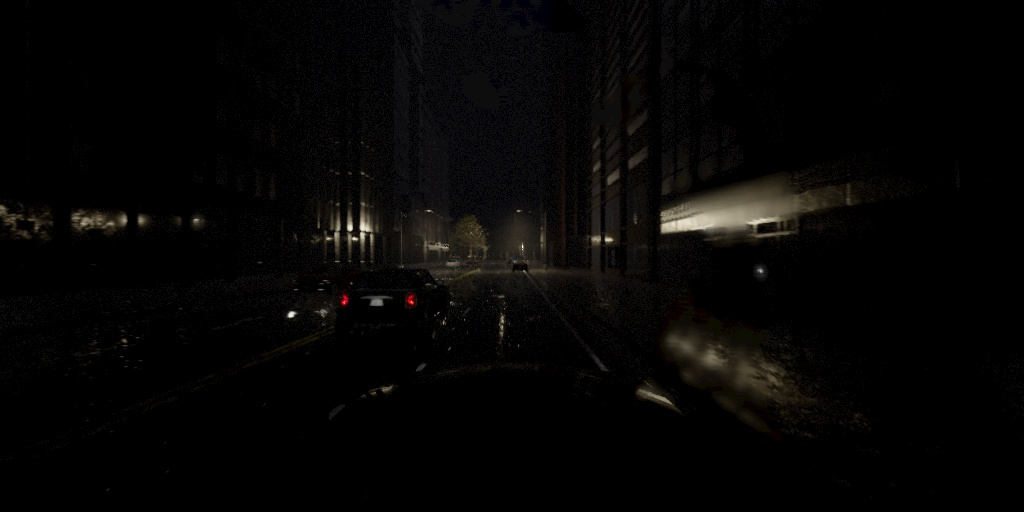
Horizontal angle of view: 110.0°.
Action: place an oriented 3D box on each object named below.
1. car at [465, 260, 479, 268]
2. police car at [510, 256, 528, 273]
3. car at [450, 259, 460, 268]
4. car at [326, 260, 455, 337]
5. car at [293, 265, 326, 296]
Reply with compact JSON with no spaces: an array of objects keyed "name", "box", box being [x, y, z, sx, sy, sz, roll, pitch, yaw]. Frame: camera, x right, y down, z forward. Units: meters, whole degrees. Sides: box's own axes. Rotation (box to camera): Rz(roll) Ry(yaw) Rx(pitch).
[{"name":"car","box":[-6.526,1.284,58.966,2.033,1.411,5.357,0,0,1]},{"name":"police car","box":[0.975,1.167,44.595,1.930,1.638,5.238,0,0,0]},{"name":"car","box":[-9.780,1.259,59.369,1.812,1.442,4.674,0,0,1]},{"name":"car","box":[-3.150,1.102,10.474,2.097,1.767,4.553,0,0,0]},{"name":"car","box":[-9.844,1.226,19.662,1.882,1.535,5.008,0,0,0]}]
